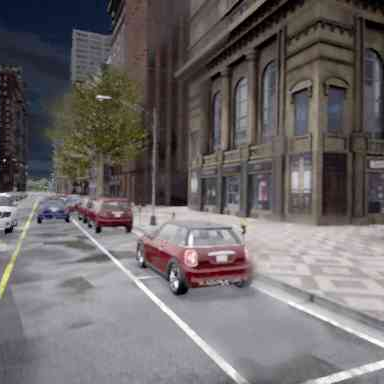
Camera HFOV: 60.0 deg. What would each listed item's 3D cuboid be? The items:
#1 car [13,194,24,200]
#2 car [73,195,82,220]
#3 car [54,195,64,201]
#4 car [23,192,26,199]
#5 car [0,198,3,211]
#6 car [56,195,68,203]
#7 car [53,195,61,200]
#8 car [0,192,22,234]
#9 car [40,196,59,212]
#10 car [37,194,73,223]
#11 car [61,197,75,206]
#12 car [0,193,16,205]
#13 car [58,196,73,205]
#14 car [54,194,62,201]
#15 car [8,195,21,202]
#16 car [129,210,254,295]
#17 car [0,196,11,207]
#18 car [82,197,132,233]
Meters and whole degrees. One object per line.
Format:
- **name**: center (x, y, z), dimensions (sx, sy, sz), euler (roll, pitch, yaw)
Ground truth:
- **car**: center (-40.392, 1.225, 77.414), dimensions (1.887, 1.381, 4.507), euler (1, 0, -24)
- **car**: center (-7.105, 1.258, 24.368), dimensions (2.192, 1.841, 5.009), euler (1, 0, -24)
- **car**: center (-30.300, 1.374, 75.773), dimensions (1.947, 1.339, 4.313), euler (1, 0, -24)
- **car**: center (-38.070, 1.002, 72.274), dimensions (2.192, 1.841, 5.009), euler (1, 0, -24)
- **car**: center (-21.841, 1.345, 36.295), dimensions (1.802, 1.307, 4.206), euler (1, 0, -24)
- **car**: center (-25.662, 1.368, 65.492), dimensions (1.887, 1.381, 4.507), euler (1, 0, -24)
- **car**: center (-34.940, 1.378, 86.054), dimensions (1.802, 1.307, 4.206), euler (1, 0, -24)
- **car**: center (-10.840, 1.094, 18.190), dimensions (2.150, 2.045, 5.566), euler (1, 0, -24)
- **car**: center (-16.063, 1.326, 37.424), dimensions (1.882, 1.535, 5.008), euler (1, 0, -24)
- **car**: center (-10.229, 1.251, 24.546), dimensions (2.097, 1.767, 4.553), euler (1, 0, -24)
- **car**: center (-18.705, 1.432, 50.071), dimensions (1.802, 1.307, 4.206), euler (1, 0, -24)
- **car**: center (-28.795, 1.033, 51.714), dimensions (2.192, 1.841, 5.009), euler (1, 0, -24)
- **car**: center (-21.024, 1.406, 55.210), dimensions (1.947, 1.339, 4.313), euler (1, 0, -24)
- **car**: center (-32.690, 1.327, 81.069), dimensions (1.752, 1.417, 4.829), euler (1, 0, -24)
- **car**: center (-35.755, 1.260, 67.134), dimensions (1.947, 1.339, 4.313), euler (1, 0, -24)
- **car**: center (-0.149, 1.450, 8.946), dimensions (1.967, 1.590, 4.097), euler (1, 0, -24)
- **car**: center (-26.409, 1.254, 46.420), dimensions (1.752, 1.417, 4.829), euler (1, 0, -24)
- **car**: center (-4.786, 1.278, 19.228), dimensions (2.192, 1.841, 5.009), euler (1, 0, -24)
